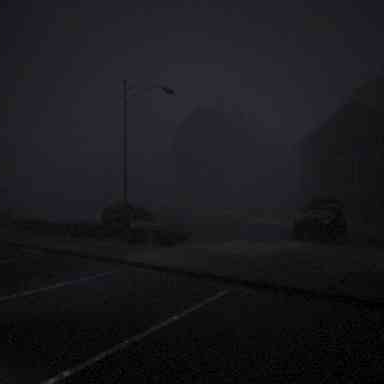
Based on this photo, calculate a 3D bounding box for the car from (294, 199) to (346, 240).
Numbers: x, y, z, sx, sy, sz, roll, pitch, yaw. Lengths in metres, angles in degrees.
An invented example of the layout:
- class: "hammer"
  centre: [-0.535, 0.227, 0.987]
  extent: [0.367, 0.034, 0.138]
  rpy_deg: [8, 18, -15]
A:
- class: "car"
  centre: [6.733, 1.321, 17.277]
  extent: [1.905, 1.878, 3.866]
  rpy_deg: [0, 0, 35]

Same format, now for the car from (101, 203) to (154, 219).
- class: "car"
  centre: [-4.653, 1.563, 24.518]
  extent: [1.816, 1.474, 4.193]
  rpy_deg: [0, 0, 35]
